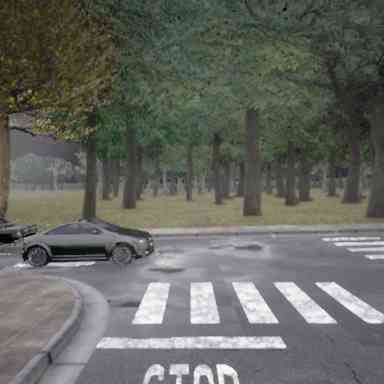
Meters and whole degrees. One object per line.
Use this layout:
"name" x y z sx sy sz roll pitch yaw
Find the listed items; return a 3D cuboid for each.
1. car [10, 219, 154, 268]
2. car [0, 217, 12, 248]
"car" -3.406 1.625 11.245 4.181 1.385 1.994 -1 1 0
"car" -9.357 1.756 14.182 4.718 1.301 1.895 -1 1 0
